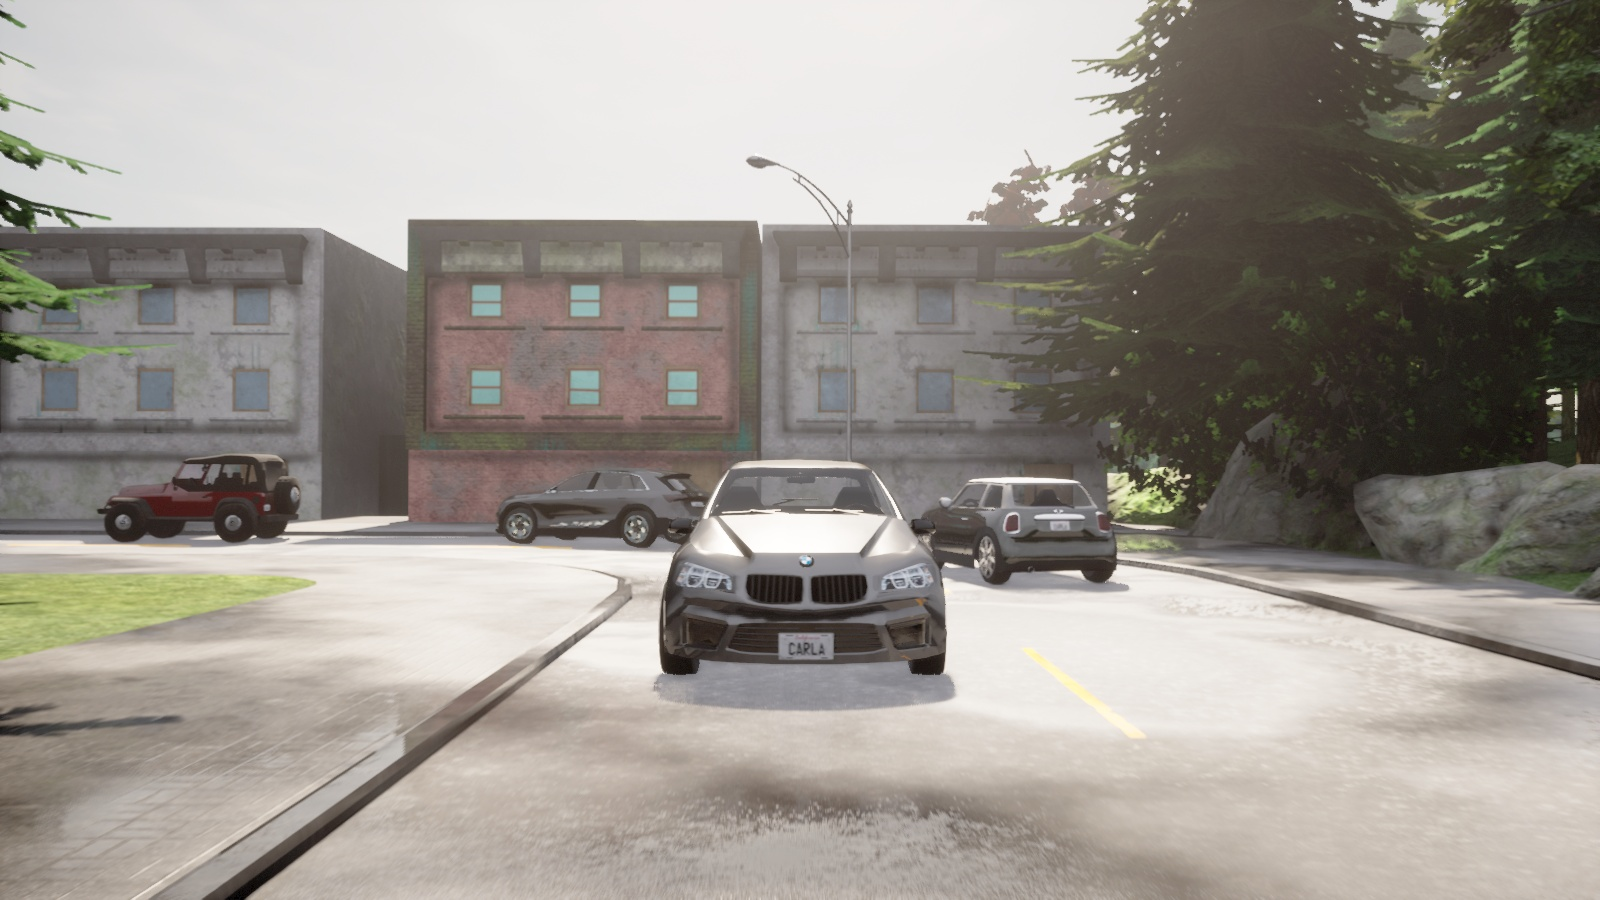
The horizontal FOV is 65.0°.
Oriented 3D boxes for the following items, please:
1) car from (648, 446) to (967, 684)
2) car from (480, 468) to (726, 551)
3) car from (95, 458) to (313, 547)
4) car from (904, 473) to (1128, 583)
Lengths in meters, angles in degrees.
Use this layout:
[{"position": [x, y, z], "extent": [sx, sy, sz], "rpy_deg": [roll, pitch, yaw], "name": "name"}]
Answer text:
[{"position": [0.008, 0.846, 11.163], "extent": [2.242, 1.667, 4.611], "rpy_deg": [0, -1, -1], "name": "car"}, {"position": [-4.195, 1.211, 26.744], "extent": [4.856, 1.649, 2.033], "rpy_deg": [-1, -1, 24], "name": "car"}, {"position": [-12.931, 1.121, 27.424], "extent": [3.866, 1.878, 1.905], "rpy_deg": [0, -1, 0], "name": "car"}, {"position": [3.135, 1.088, 19.043], "extent": [1.970, 1.475, 3.806], "rpy_deg": [0, -1, -14], "name": "car"}]
